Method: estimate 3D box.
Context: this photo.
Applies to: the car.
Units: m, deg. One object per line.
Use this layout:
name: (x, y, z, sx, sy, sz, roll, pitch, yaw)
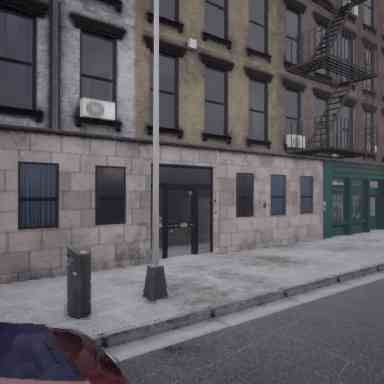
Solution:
car: (-2.352, 1.564, 1.700, 4.181, 1.385, 1.994, 0, 0, -35)
